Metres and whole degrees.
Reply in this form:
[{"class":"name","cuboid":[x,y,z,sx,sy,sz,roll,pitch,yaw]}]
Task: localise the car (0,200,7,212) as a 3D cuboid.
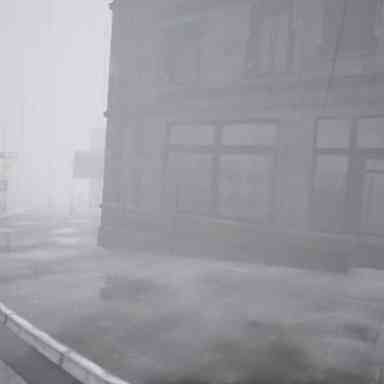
[{"class":"car","cuboid":[-21.265,1.446,35.568,2.128,1.511,4.902,3,-1,-17]}]
